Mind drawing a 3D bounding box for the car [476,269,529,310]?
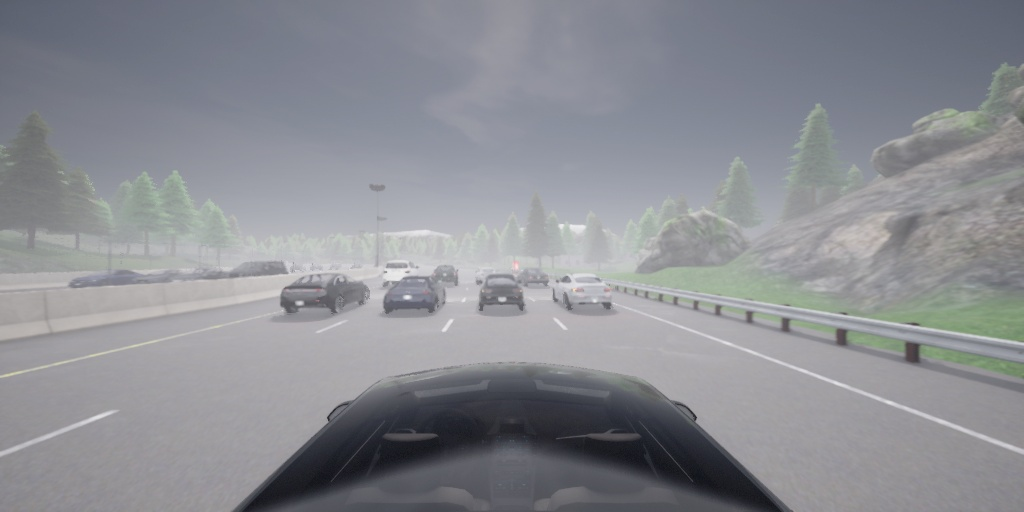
[{"bbox_3d":[-0.507,1.479,15.756,1.812,1.442,4.674,0,-1,-4],"label":"car"}]

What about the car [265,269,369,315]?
[{"bbox_3d":[-7.456,1.448,14.766,2.128,1.511,4.902,0,-1,-4],"label":"car"}]

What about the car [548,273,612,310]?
[{"bbox_3d":[2.992,1.473,15.880,1.812,1.442,4.674,0,-1,-4],"label":"car"}]

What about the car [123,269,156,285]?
[{"bbox_3d":[-26.652,1.751,27.637,1.994,1.385,4.181,0,-1,-6],"label":"car"}]

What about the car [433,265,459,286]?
[{"bbox_3d":[-5.583,1.529,30.404,2.097,1.767,4.553,0,-1,-8],"label":"car"}]

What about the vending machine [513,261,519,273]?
[{"bbox_3d":[0.628,1.778,59.376,1.100,2.100,0.880,0,0,-15],"label":"vending machine"}]

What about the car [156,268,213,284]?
[{"bbox_3d":[-23.031,1.657,26.716,2.128,1.511,4.902,0,-1,-7],"label":"car"}]

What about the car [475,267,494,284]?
[{"bbox_3d":[-2.213,1.712,31.573,1.812,1.442,4.674,0,-1,-8],"label":"car"}]

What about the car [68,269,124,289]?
[{"bbox_3d":[-29.968,1.708,26.805,1.812,1.442,4.674,0,-1,-7],"label":"car"}]

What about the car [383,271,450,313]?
[{"bbox_3d":[-3.980,1.519,15.218,1.994,1.385,4.181,0,-1,-4],"label":"car"}]

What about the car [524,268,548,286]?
[{"bbox_3d":[1.662,1.691,29.168,2.033,1.411,5.357,0,-1,-7],"label":"car"}]

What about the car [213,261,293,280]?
[{"bbox_3d":[-19.352,1.388,27.292,2.150,2.045,5.566,0,-1,-5],"label":"car"}]

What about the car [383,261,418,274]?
[{"bbox_3d":[-8.922,1.389,29.074,2.150,2.045,5.566,0,-1,-8],"label":"car"}]
